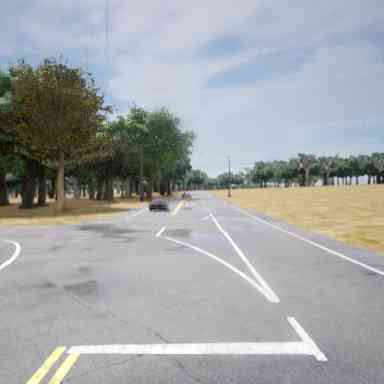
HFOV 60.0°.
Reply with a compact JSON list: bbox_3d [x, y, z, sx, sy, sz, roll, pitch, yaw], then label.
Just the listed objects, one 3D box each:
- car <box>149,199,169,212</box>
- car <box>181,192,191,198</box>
[{"bbox_3d":[-3.456,1.394,35.248,1.895,1.301,4.718,0,1,0],"label":"car"},{"bbox_3d":[-1.485,0.748,80.136,1.994,1.385,4.181,0,1,8],"label":"car"}]
